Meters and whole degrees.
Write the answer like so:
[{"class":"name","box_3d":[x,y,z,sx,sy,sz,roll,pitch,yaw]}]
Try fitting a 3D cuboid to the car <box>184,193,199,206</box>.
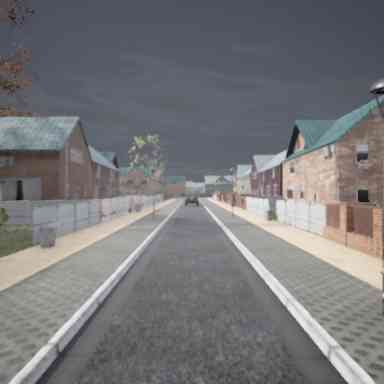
[{"class":"car","box_3d":[-0.029,1.132,51.805,2.150,2.045,5.566,0,0,0]}]
